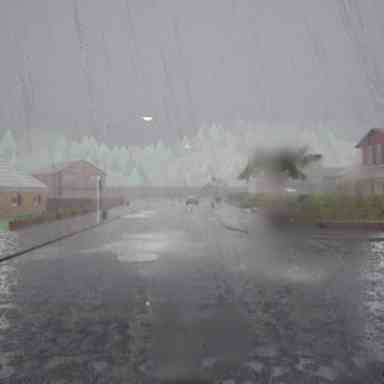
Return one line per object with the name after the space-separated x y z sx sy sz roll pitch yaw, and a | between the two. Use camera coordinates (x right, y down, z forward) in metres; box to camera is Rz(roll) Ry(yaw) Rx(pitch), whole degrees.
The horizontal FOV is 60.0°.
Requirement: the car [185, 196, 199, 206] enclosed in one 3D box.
0.000 1.330 52.373 1.837 1.490 4.892 0 0 0 | car
